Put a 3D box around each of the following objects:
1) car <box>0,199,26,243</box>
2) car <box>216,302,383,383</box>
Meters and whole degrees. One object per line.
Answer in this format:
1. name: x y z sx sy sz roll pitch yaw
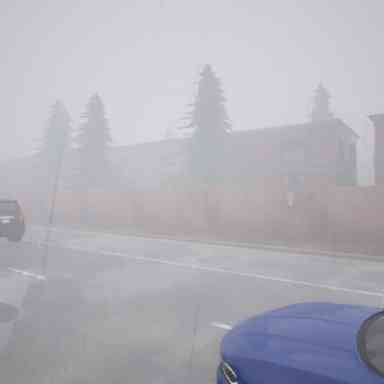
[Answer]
1. car: -10.021 1.328 15.607 5.566 2.045 2.150 0 0 36
2. car: 2.513 1.482 2.214 5.008 1.535 1.882 0 0 35
